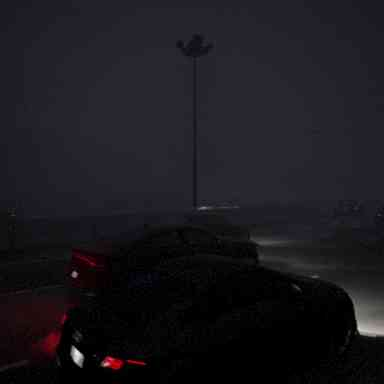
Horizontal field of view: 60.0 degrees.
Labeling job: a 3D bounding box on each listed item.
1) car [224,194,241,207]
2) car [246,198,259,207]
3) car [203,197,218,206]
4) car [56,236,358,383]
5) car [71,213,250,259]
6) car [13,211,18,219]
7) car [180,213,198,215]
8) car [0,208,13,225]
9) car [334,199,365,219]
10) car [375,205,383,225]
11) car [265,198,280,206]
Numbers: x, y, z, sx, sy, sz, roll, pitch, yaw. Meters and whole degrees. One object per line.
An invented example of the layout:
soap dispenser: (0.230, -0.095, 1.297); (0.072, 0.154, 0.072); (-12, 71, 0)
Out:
car: (6.893, 1.369, 56.353); (2.150, 2.045, 5.566); (0, 0, 16)
car: (9.911, 1.664, 54.408); (1.812, 1.442, 4.674); (0, 0, 16)
car: (3.217, 1.645, 56.348); (2.128, 1.511, 4.902); (0, 0, 16)
car: (0.444, 1.577, 4.504); (4.181, 1.385, 1.994); (0, 0, -38)
car: (-0.430, 1.502, 8.223); (5.008, 1.535, 1.882); (0, 0, -39)
car: (-13.346, 1.603, 20.490); (4.674, 1.442, 1.812); (0, 0, -38)
car: (0.402, 1.564, 13.554); (4.674, 1.442, 1.812); (0, 0, -42)
car: (-11.924, 1.630, 17.217); (4.181, 1.385, 1.994); (0, 0, -37)
car: (14.411, 1.417, 30.318); (2.097, 1.767, 4.553); (0, 0, 33)
car: (14.383, 1.594, 23.852); (2.033, 1.411, 5.357); (0, 0, 35)
car: (12.230, 1.670, 49.982); (2.033, 1.411, 5.357); (0, 0, 20)
